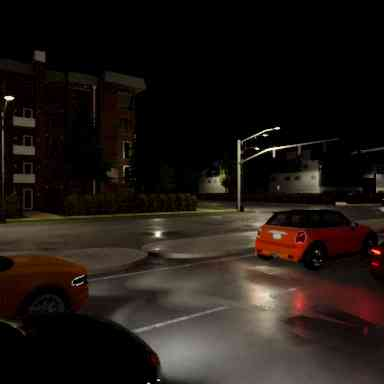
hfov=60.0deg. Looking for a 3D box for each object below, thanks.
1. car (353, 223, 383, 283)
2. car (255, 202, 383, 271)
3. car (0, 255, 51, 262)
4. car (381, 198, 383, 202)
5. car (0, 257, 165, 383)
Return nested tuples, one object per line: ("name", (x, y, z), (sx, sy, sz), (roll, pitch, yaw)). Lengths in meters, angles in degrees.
("car", (6.275, 1.526, 8.340), (4.674, 1.442, 1.812), (0, 0, -34))
("car", (4.290, 1.352, 11.216), (4.553, 1.767, 2.097), (0, 0, -35))
("car", (-4.156, 1.478, 5.083), (5.008, 1.535, 1.882), (0, 0, -35))
("car", (30.882, 1.219, 50.273), (5.566, 2.045, 2.150), (0, 0, -35))
("car", (-2.456, 1.505, 1.998), (4.892, 1.490, 1.837), (0, 0, -35))
